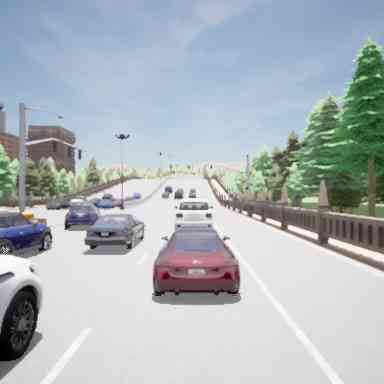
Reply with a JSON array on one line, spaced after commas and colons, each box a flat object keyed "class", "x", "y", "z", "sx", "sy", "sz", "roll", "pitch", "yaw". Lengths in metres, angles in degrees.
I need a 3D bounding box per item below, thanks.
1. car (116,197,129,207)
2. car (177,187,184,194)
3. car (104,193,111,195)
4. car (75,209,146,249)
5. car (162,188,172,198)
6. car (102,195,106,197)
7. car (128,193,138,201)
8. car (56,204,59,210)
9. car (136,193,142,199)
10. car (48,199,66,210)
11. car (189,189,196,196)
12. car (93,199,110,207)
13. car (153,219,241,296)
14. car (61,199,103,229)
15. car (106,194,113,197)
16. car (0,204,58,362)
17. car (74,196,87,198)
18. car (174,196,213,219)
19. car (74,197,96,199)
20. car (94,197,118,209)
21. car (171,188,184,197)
[{"class": "car", "x": -13.985, "y": 2.139, "z": 63.627, "sx": 1.812, "sy": 1.442, "sz": 4.674, "roll": 0, "pitch": 1, "yaw": 0}, {"class": "car", "x": -3.300, "y": -0.359, "z": 94.701, "sx": 1.837, "sy": 1.490, "sz": 4.892, "roll": 0, "pitch": 7, "yaw": 0}, {"class": "car", "x": -20.876, "y": 1.074, "z": 82.495, "sx": 1.882, "sy": 1.535, "sz": 5.008, "roll": 0, "pitch": 5, "yaw": 0}, {"class": "car", "x": -3.391, "y": 1.717, "z": 15.482, "sx": 2.033, "sy": 1.411, "sz": 5.357, "roll": 0, "pitch": -1, "yaw": 0}, {"class": "car", "x": -6.848, "y": 0.694, "z": 86.866, "sx": 2.033, "sy": 1.411, "sz": 5.357, "roll": 0, "pitch": 6, "yaw": 0}, {"class": "car", "x": -20.939, "y": 1.883, "z": 72.146, "sx": 2.033, "sy": 1.411, "sz": 5.357, "roll": 0, "pitch": 3, "yaw": 0}, {"class": "car", "x": -13.931, "y": 1.740, "z": 73.507, "sx": 1.882, "sy": 1.535, "sz": 5.008, "roll": 0, "pitch": 3, "yaw": 0}, {"class": "car", "x": -6.894, "y": 1.483, "z": 12.059, "sx": 2.097, "sy": 1.767, "sz": 4.553, "roll": 0, "pitch": -1, "yaw": 0}, {"class": "car", "x": -13.868, "y": 0.956, "z": 83.642, "sx": 1.882, "sy": 1.535, "sz": 5.008, "roll": 0, "pitch": 5, "yaw": 0}, {"class": "car", "x": -21.100, "y": 1.920, "z": 52.471, "sx": 2.097, "sy": 1.767, "sz": 4.553, "roll": 0, "pitch": -1, "yaw": 2}, {"class": "car", "x": 0.138, "y": 0.896, "z": 84.653, "sx": 2.128, "sy": 1.511, "sz": 4.902, "roll": 0, "pitch": 6, "yaw": 0}, {"class": "car", "x": -17.467, "y": 2.199, "z": 64.508, "sx": 1.895, "sy": 1.301, "sz": 4.718, "roll": 0, "pitch": 1, "yaw": 0}, {"class": "car", "x": 0.104, "y": 1.662, "z": 8.962, "sx": 1.994, "sy": 1.385, "sz": 4.181, "roll": 0, "pitch": -1, "yaw": 0}, {"class": "car", "x": -7.740, "y": 1.610, "z": 23.791, "sx": 2.097, "sy": 1.767, "sz": 4.553, "roll": 0, "pitch": -1, "yaw": -13}, {"class": "car", "x": -17.425, "y": 1.810, "z": 74.457, "sx": 1.895, "sy": 1.301, "sz": 4.718, "roll": 0, "pitch": 3, "yaw": 0}, {"class": "car", "x": -3.398, "y": 1.256, "z": 2.858, "sx": 2.150, "sy": 2.045, "sz": 5.566, "roll": 0, "pitch": 0, "yaw": 0}, {"class": "car", "x": -20.980, "y": 1.849, "z": 62.038, "sx": 2.150, "sy": 2.045, "sz": 5.566, "roll": 0, "pitch": 0, "yaw": 1}, {"class": "car", "x": 0.111, "y": 1.444, "z": 20.307, "sx": 2.150, "sy": 2.045, "sz": 5.566, "roll": 0, "pitch": 0, "yaw": 0}, {"class": "car", "x": -17.525, "y": 2.085, "z": 55.374, "sx": 2.128, "sy": 1.511, "sz": 4.902, "roll": 0, "pitch": -1, "yaw": 1}, {"class": "car", "x": -14.035, "y": 2.060, "z": 54.320, "sx": 1.882, "sy": 1.535, "sz": 5.008, "roll": 0, "pitch": -1, "yaw": 0}, {"class": "car", "x": -3.364, "y": 0.632, "z": 84.257, "sx": 2.150, "sy": 2.045, "sz": 5.566, "roll": 0, "pitch": 6, "yaw": 0}]
